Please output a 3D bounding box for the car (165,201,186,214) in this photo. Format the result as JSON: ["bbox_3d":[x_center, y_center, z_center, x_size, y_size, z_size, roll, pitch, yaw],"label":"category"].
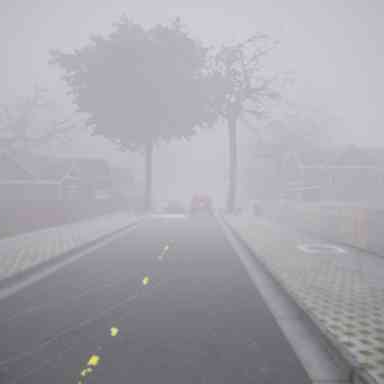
[{"bbox_3d":[-1.755,1.674,36.622,1.994,1.385,4.181,0,0,2],"label":"car"}]

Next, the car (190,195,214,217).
[{"bbox_3d":[0.944,1.338,32.774,2.150,2.045,5.566,0,-1,2],"label":"car"}]

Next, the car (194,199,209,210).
[{"bbox_3d":[1.339,1.732,47.061,1.994,1.385,4.181,0,0,2],"label":"car"}]
